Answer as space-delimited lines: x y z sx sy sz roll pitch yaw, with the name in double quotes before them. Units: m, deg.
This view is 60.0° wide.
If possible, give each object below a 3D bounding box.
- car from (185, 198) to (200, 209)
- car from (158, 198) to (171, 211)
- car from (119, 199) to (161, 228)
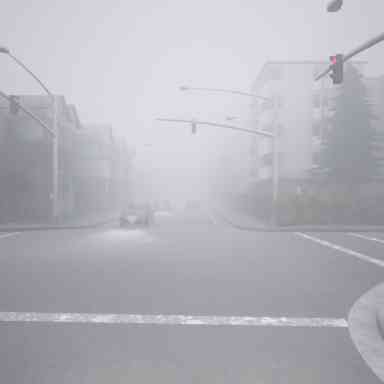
"car" 0.104 1.526 45.561 1.812 1.442 4.674 0 0 0
"car" -3.579 1.491 40.638 2.128 1.511 4.902 0 0 0
"car" -3.597 1.491 22.379 2.128 1.511 4.902 0 0 0
